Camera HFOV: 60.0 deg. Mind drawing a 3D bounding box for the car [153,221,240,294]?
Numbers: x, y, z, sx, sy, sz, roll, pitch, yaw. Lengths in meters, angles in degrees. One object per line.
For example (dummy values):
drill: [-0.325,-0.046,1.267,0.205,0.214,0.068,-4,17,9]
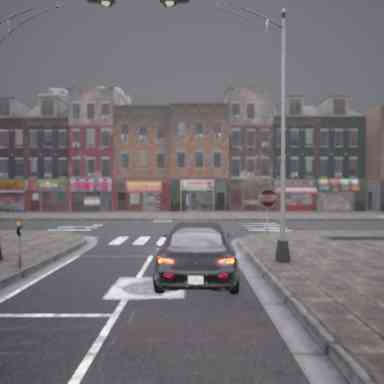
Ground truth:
car: [0.139,1.478,8.533,1.812,1.442,4.674,0,0,2]
